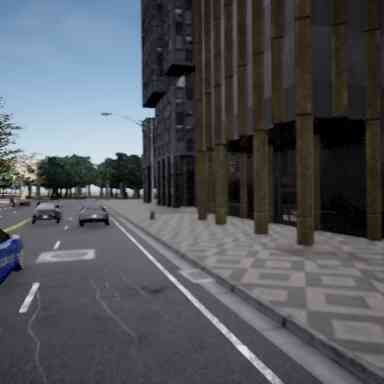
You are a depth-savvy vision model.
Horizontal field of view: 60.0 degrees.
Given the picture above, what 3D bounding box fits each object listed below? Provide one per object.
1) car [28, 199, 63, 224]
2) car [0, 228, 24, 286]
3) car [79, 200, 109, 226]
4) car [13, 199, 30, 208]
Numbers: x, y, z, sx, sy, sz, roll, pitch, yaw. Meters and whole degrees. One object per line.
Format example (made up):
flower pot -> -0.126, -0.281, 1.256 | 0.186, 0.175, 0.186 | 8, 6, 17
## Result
car -> -10.911, 1.551, 25.350 | 1.812, 1.442, 4.674 | -1, 0, -18
car -> -5.292, 1.507, 7.801 | 1.882, 1.535, 5.008 | -1, 0, -18
car -> -7.009, 1.551, 23.757 | 1.994, 1.385, 4.181 | -1, 0, -18
car -> -26.258, 1.687, 51.506 | 1.895, 1.301, 4.718 | -1, 0, -18
